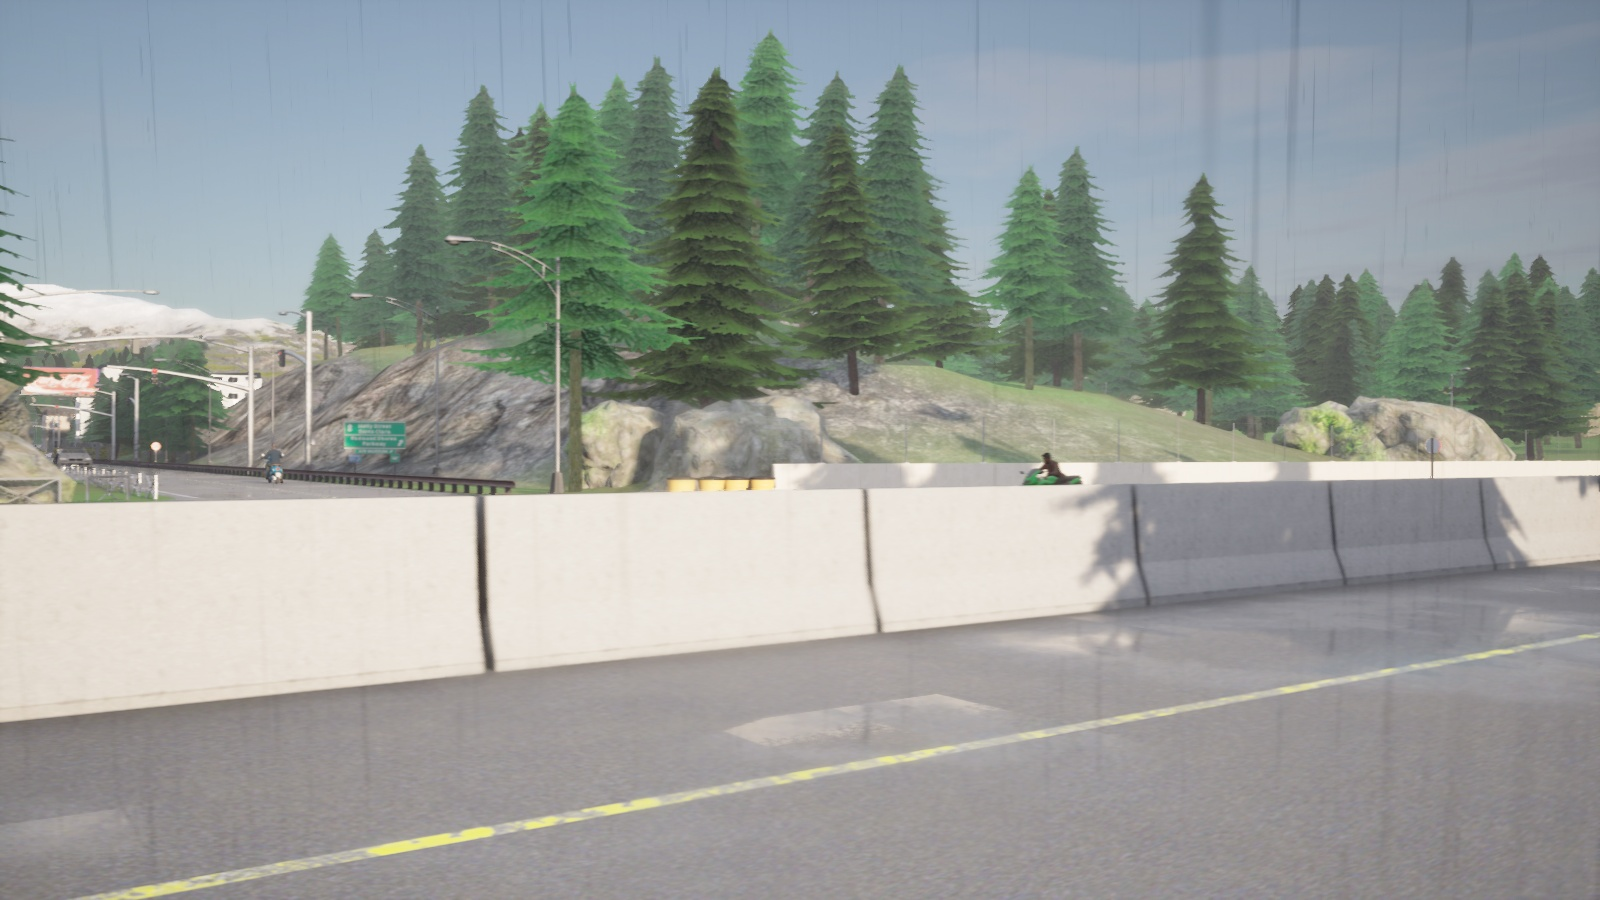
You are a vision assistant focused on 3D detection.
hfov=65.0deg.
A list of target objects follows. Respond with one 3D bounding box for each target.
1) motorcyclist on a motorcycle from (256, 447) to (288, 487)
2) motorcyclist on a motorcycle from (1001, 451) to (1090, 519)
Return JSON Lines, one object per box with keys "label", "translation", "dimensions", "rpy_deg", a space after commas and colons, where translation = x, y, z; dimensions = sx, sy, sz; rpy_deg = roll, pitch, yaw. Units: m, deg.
{"label": "motorcyclist on a motorcycle", "translation": [-21.491, 0.673, 51.086], "dimensions": [0.866, 1.590, 1.817], "rpy_deg": [0, 0, -34]}
{"label": "motorcyclist on a motorcycle", "translation": [5.658, 0.786, 28.919], "dimensions": [2.044, 1.523, 0.797], "rpy_deg": [0, 0, -35]}
